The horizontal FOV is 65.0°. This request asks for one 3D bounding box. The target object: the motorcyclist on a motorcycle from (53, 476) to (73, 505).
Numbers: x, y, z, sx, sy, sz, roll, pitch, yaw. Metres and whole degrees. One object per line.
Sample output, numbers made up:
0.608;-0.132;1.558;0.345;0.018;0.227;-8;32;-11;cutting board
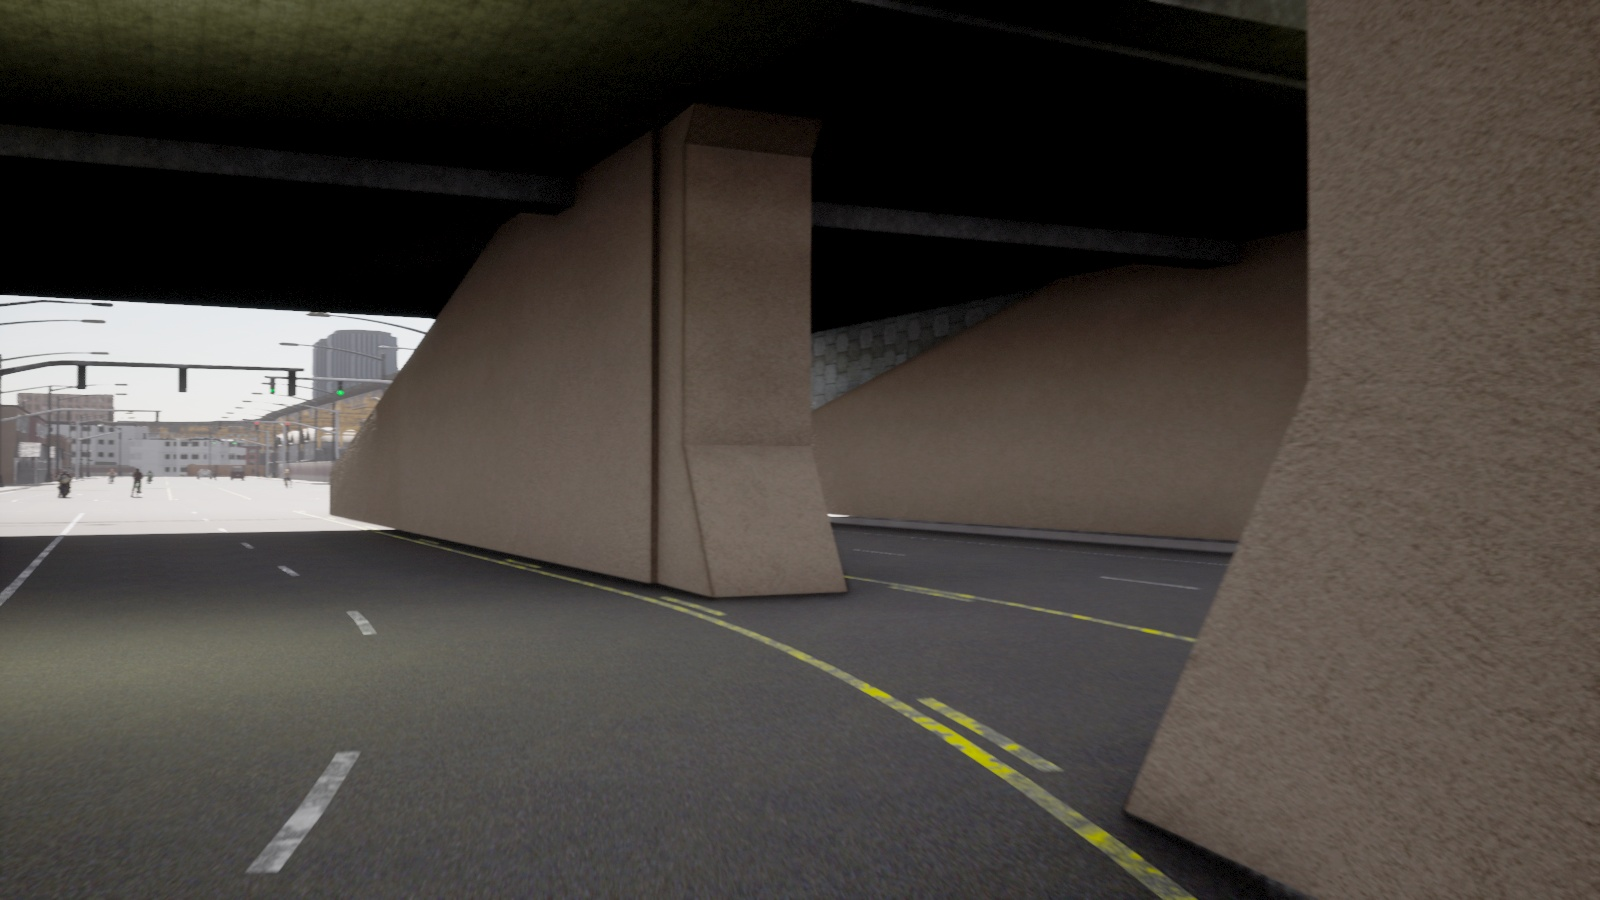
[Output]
-40.015;2.207;68.202;0.866;1.530;2.191;0;-1;-28;motorcyclist on a motorcycle
